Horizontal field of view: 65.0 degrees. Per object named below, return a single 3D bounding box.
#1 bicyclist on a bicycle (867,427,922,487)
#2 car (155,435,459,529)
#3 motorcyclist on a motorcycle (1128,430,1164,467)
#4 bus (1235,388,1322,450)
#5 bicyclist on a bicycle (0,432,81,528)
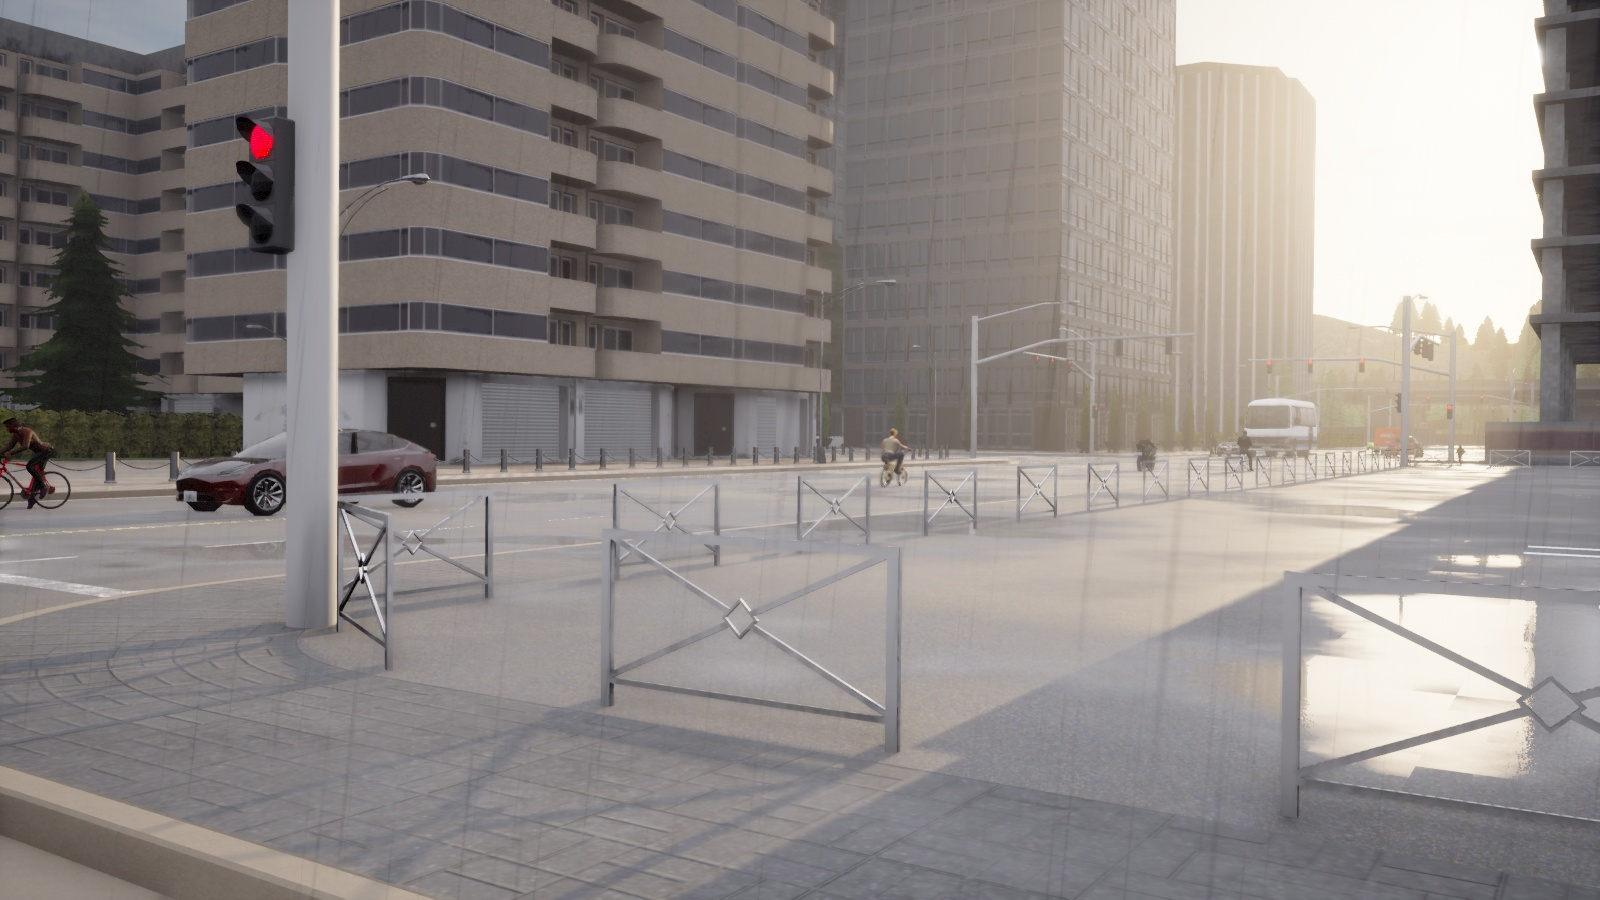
[{"bbox_3d":[2.598,0.175,34.349,0.866,1.612,1.509,0,1,32],"label":"bicyclist on a bicycle"},{"bbox_3d":[-8.837,0.498,22.939,2.163,1.488,4.792,0,1,33],"label":"car"},{"bbox_3d":[14.695,-0.095,53.325,0.866,1.530,2.191,0,1,33],"label":"motorcyclist on a motorcycle"},{"bbox_3d":[35.063,-2.215,91.767,3.944,4.253,10.273,0,1,33],"label":"bus"},{"bbox_3d":[-13.599,0.507,21.982,0.582,1.620,1.656,0,1,33],"label":"bicyclist on a bicycle"}]
